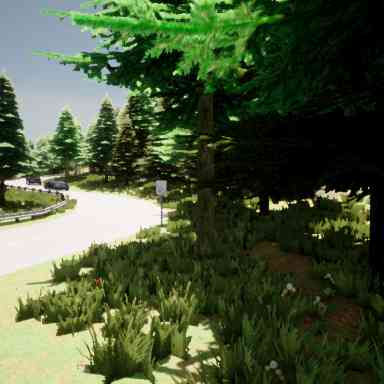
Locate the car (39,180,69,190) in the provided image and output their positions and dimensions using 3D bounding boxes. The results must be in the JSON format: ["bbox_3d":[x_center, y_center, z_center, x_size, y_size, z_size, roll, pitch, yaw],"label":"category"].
[{"bbox_3d":[-18.827,-0.986,46.137,4.181,1.385,1.994,6,4,40],"label":"car"}]

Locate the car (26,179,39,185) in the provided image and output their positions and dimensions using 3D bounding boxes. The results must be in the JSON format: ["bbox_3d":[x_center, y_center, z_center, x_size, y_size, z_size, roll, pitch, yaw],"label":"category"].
[{"bbox_3d":[-25.451,-1.912,53.406,1.837,1.490,4.892,0,5,-33],"label":"car"}]
